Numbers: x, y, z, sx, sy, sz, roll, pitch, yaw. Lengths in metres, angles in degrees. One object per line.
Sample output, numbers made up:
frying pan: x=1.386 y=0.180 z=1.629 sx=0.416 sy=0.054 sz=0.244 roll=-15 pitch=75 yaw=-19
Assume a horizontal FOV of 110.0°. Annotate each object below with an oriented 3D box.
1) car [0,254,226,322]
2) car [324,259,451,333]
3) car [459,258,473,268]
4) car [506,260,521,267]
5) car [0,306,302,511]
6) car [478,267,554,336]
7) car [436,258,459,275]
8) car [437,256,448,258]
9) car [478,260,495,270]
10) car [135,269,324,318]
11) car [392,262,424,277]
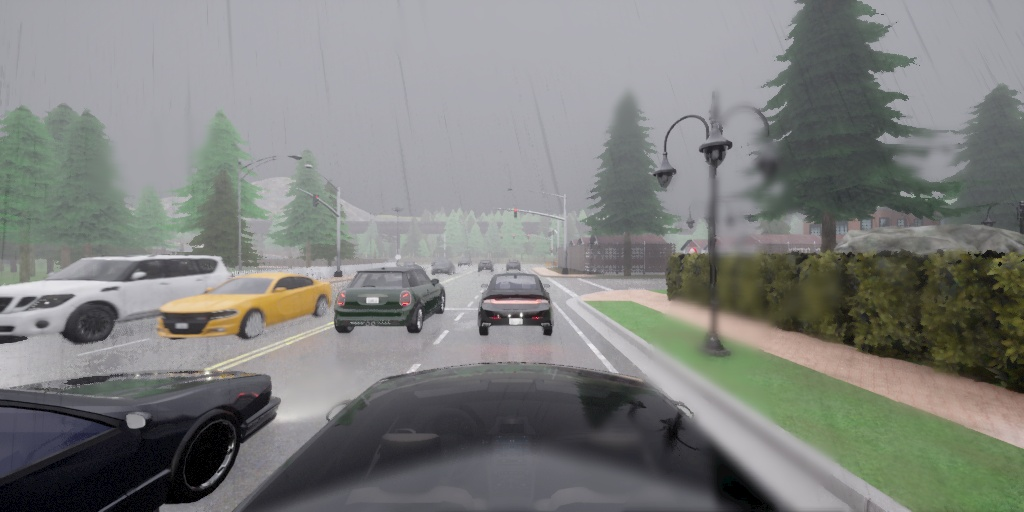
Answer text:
car: x=-10.583 y=0.971 z=9.939 sx=2.150 sy=2.045 sz=5.566 roll=0 pitch=0 yaw=0
car: x=-3.395 y=1.102 z=10.876 sx=2.097 sy=1.767 sz=4.553 roll=0 pitch=0 yaw=0
car: x=-6.893 y=0.944 z=53.009 sx=2.033 sy=1.411 sz=5.357 roll=0 pitch=0 yaw=0
car: x=0.214 y=1.239 z=49.625 sx=2.128 sy=1.511 sz=4.902 roll=0 pitch=0 yaw=1
car: x=-3.403 y=1.297 z=1.350 sx=2.033 sy=1.411 sz=5.357 roll=0 pitch=0 yaw=0
car: x=0.101 y=1.242 z=10.394 sx=2.128 sy=1.511 sz=4.902 roll=0 pitch=0 yaw=0
car: x=-7.020 y=1.255 z=37.017 sx=1.837 sy=1.490 sz=4.892 roll=0 pitch=0 yaw=0
car: x=-10.393 y=0.823 z=53.046 sx=2.097 sy=1.767 sz=4.553 roll=0 pitch=0 yaw=0
car: x=-3.308 y=1.255 z=46.003 sx=1.837 sy=1.490 sz=4.892 roll=0 pitch=0 yaw=0
car: x=-7.082 y=1.227 z=10.191 sx=1.882 sy=1.535 sz=5.008 roll=0 pitch=0 yaw=0
car: x=-10.521 y=1.314 z=36.478 sx=1.994 sy=1.385 sz=4.181 roll=0 pitch=0 yaw=0
